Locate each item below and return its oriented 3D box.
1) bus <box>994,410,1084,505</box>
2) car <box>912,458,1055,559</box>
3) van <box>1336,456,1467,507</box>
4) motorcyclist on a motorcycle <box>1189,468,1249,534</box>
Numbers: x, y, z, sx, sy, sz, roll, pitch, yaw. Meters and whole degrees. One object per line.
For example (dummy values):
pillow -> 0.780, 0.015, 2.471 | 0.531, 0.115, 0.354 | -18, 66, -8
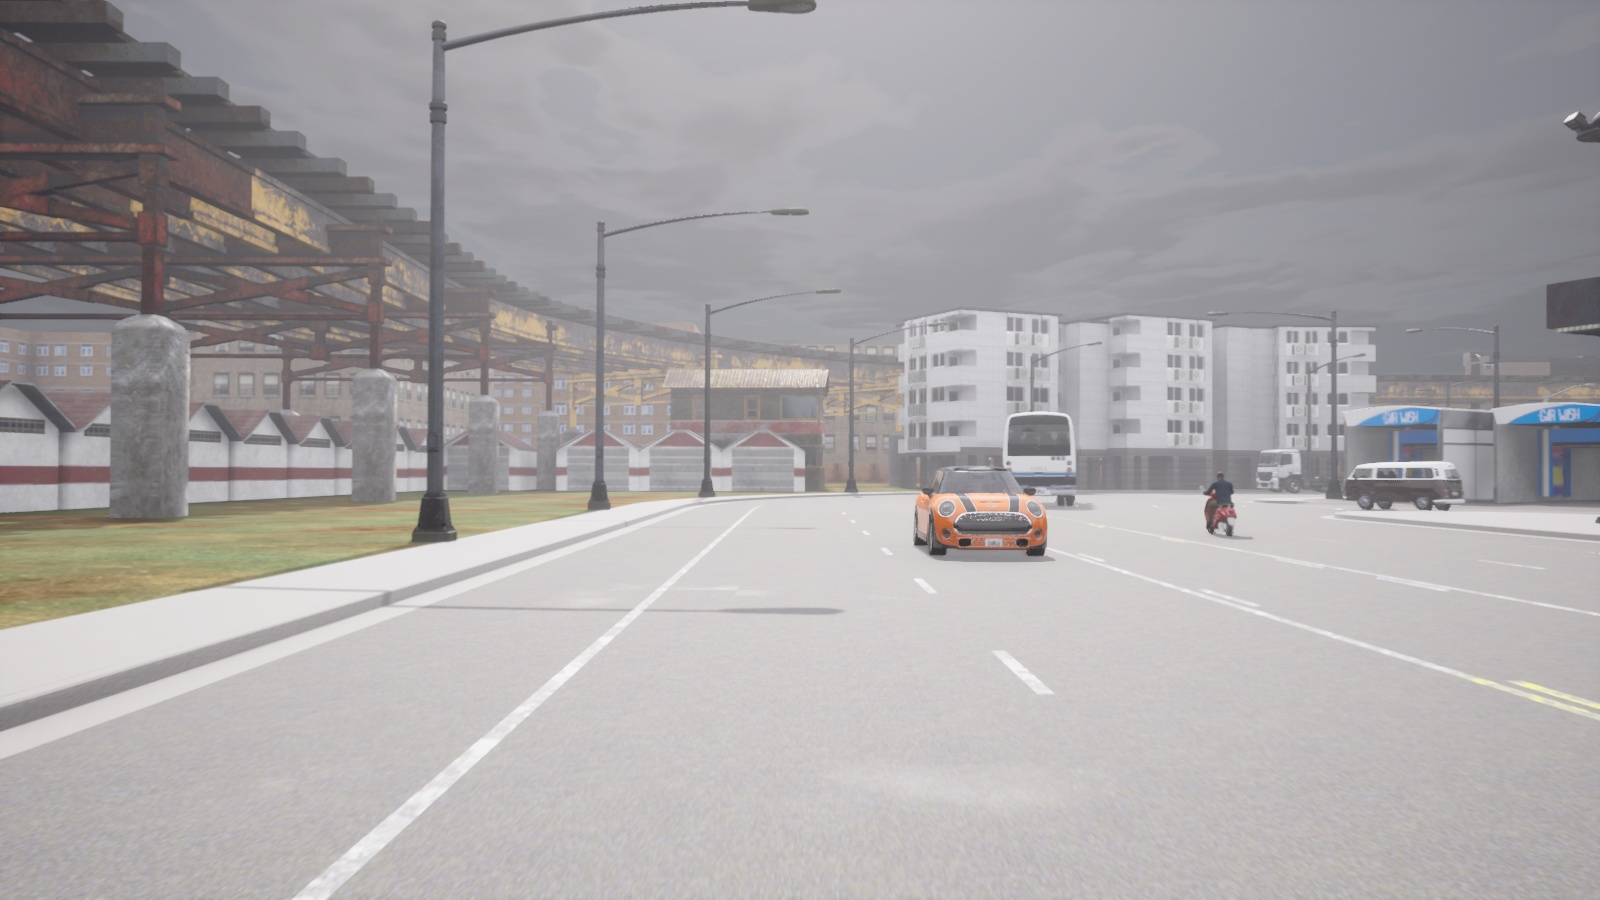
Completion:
bus -> 11.880, 0.421, 61.540 | 3.944, 4.253, 10.273 | -1, -1, 13
car -> 3.442, 1.069, 24.482 | 2.097, 1.767, 4.553 | 0, -1, 0
van -> 25.090, 1.317, 52.517 | 2.069, 2.038, 4.480 | 1, -1, -37
motorcyclist on a motorcycle -> 10.437, 1.251, 31.342 | 0.866, 1.590, 1.817 | 0, -1, 0
